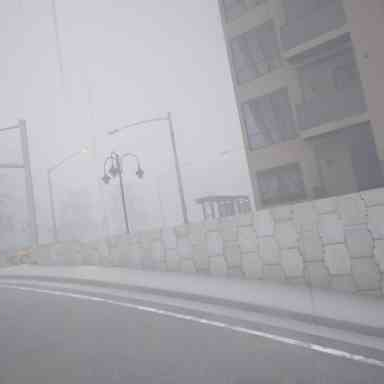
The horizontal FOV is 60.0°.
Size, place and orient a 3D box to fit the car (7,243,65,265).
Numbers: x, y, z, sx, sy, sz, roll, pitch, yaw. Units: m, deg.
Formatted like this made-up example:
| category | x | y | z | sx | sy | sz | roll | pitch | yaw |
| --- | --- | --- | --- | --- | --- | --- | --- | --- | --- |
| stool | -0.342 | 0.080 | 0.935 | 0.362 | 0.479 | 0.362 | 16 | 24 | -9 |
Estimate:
| category | x | y | z | sx | sy | sz | roll | pitch | yaw |
| --- | --- | --- | --- | --- | --- | --- | --- | --- | --- |
| car | -13.701 | 5.364 | 29.563 | 1.882 | 1.535 | 5.008 | -14 | -8 | 35 |

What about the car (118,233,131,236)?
| category | x | y | z | sx | sy | sz | roll | pitch | yaw |
| --- | --- | --- | --- | --- | --- | --- | --- | --- | --- |
| car | -7.860 | 5.458 | 37.495 | 1.895 | 1.301 | 4.718 | -14 | -8 | 35 |
